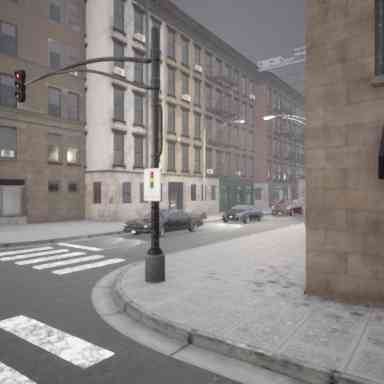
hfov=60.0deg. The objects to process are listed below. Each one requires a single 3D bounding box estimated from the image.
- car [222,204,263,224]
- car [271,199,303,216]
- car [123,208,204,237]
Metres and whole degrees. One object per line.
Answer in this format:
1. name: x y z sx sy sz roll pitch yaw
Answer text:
1. car: 4.065 1.691 26.510 1.994 1.385 4.181 0 0 36
2. car: 9.985 1.533 34.792 2.097 1.767 4.553 0 0 35
3. car: -1.391 1.626 18.871 2.033 1.411 5.357 0 0 35
